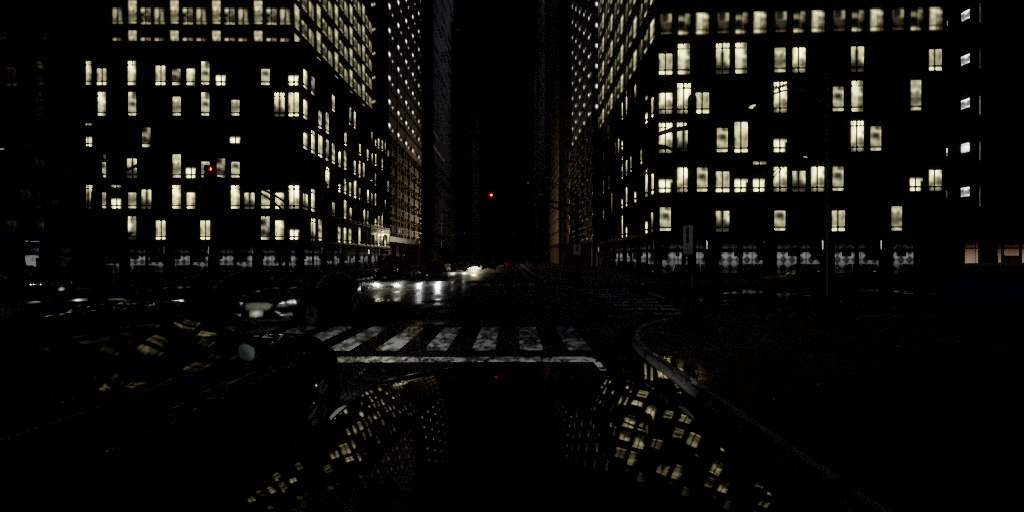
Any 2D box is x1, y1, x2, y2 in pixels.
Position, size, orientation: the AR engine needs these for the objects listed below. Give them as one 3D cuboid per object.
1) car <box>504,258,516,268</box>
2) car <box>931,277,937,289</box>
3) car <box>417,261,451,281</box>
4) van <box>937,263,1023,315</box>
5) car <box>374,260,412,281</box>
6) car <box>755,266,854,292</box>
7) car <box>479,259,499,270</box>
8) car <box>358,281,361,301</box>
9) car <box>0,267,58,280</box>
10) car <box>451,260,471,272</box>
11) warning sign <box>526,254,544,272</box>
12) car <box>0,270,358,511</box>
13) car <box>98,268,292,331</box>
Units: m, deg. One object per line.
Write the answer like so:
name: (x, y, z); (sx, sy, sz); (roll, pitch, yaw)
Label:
car: (-0.380, 1.426, 63.851); (1.994, 1.385, 4.181); (0, 0, 0)
car: (26.808, 1.356, 20.531); (4.207, 1.307, 1.802); (0, 0, 2)
car: (-6.779, 1.280, 30.929); (1.837, 1.490, 4.892); (0, 0, 0)
van: (18.292, 1.119, 12.792); (3.998, 1.789, 1.690); (0, 0, 2)
car: (-10.025, 1.127, 30.475); (2.097, 1.767, 4.553); (0, 0, 0)
car: (16.971, 1.293, 20.956); (4.829, 1.417, 1.751); (0, 0, 2)
car: (-3.482, 1.187, 55.871); (2.097, 1.767, 4.553); (0, 0, 0)
car: (-6.661, 1.245, 11.768); (2.128, 1.511, 4.902); (0, 0, 0)
car: (-23.084, 1.250, 16.416); (4.902, 1.511, 2.128); (0, 0, 0)
car: (-6.875, 1.335, 47.037); (1.812, 1.442, 4.674); (0, 0, 0)
warning sign: (2.611, 0.910, 40.854); (1.300, 1.860, 1.060); (0, 0, 0)
car: (-3.155, 1.102, 2.581); (2.097, 1.767, 4.553); (0, 0, 0)
car: (-9.911, 1.246, 11.949); (2.128, 1.511, 4.902); (0, 0, 0)
